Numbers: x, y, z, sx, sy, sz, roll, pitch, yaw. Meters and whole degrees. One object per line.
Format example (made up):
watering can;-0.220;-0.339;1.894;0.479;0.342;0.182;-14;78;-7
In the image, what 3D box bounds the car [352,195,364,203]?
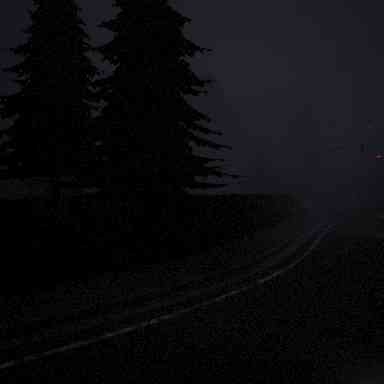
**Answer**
car;33.422;1.318;66.794;2.097;1.767;4.553;0;0;27
